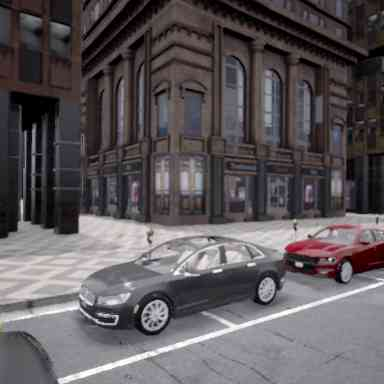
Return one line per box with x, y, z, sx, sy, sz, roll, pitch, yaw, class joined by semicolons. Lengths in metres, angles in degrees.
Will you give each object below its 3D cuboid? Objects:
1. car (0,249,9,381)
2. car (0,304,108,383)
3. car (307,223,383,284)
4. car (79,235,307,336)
-4.683;1.507;3.307;4.829;1.417;1.752;1;-1;-35;car
-3.173;1.526;1.117;5.357;1.411;2.033;1;-1;-36;car
4.613;1.662;9.916;4.507;1.381;1.887;1;-1;-35;car
0.039;1.601;6.665;4.403;1.369;2.008;1;-1;-35;car
